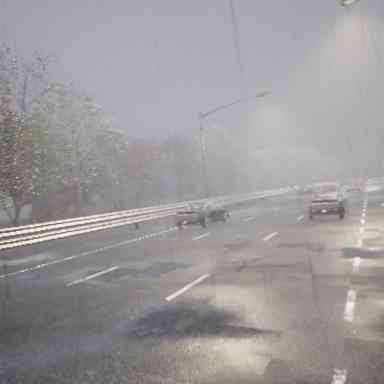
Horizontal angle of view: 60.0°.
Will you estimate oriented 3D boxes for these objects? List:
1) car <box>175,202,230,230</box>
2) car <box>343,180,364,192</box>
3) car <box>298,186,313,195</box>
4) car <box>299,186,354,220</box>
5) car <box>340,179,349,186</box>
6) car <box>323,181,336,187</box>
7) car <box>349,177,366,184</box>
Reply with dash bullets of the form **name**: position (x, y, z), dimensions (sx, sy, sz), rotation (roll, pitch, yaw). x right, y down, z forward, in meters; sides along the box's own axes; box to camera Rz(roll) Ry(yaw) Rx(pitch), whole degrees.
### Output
- **car**: position (0.737, 1.389, 20.687), dimensions (2.128, 1.511, 4.902), rotation (-5, 0, 28)
- **car**: position (24.608, -0.701, 50.611), dimensions (1.895, 1.301, 4.718), rotation (-5, 0, 28)
- **car**: position (18.501, -0.251, 54.011), dimensions (2.128, 1.511, 4.902), rotation (-5, 0, 28)
- **car**: position (8.088, 0.712, 19.658), dimensions (2.128, 1.511, 4.902), rotation (-5, 0, 28)
- **car**: position (39.286, -2.379, 85.616), dimensions (2.150, 2.045, 5.566), rotation (-5, 0, 28)
- **car**: position (21.538, -0.473, 52.282), dimensions (2.033, 1.411, 5.357), rotation (-5, 0, 28)
- **car**: position (33.816, -1.769, 67.921), dimensions (2.097, 1.767, 4.553), rotation (-5, 0, 28)
